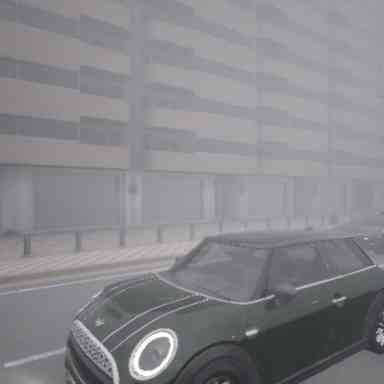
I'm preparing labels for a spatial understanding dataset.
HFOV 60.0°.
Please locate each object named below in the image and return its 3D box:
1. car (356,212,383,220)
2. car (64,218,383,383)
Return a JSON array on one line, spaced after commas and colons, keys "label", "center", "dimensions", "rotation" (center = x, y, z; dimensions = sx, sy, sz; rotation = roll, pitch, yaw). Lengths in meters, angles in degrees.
[{"label": "car", "center": [7.726, 1.546, 13.653], "dimensions": [5.357, 1.411, 2.033], "rotation": [0, 0, -35]}, {"label": "car", "center": [0.755, 1.354, 4.498], "dimensions": [4.553, 1.767, 2.097], "rotation": [0, 0, -35]}]
